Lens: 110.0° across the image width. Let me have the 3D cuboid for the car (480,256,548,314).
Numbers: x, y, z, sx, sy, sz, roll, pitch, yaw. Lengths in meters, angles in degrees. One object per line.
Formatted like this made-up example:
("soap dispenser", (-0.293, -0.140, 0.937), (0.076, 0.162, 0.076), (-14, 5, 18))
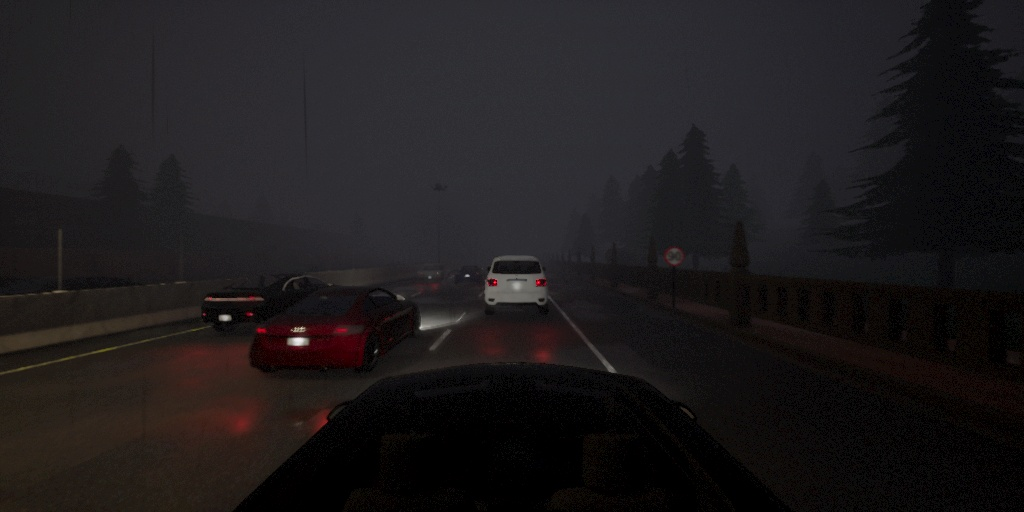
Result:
("car", (0.176, 1.013, 14.102), (2.150, 2.045, 5.566), (0, 0, 0))

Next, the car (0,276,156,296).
("car", (-14.051, 1.333, 11.242), (2.033, 1.411, 5.357), (0, 0, 1))

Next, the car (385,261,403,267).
("car", (-17.137, 1.484, 52.480), (1.994, 1.385, 4.181), (0, 0, 1))

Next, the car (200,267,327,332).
("car", (-6.849, 1.274, 11.012), (2.128, 1.511, 4.902), (0, 0, 0))

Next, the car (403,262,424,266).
("car", (-13.648, 1.519, 51.818), (1.895, 1.301, 4.718), (0, 0, 1))

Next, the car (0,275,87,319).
("car", (-17.548, 1.388, 11.621), (1.895, 1.301, 4.718), (0, 0, 1))

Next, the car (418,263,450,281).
("car", (-6.669, 1.450, 31.424), (1.895, 1.301, 4.718), (0, 0, 1))

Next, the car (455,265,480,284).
("car", (-3.200, 1.401, 27.855), (1.994, 1.385, 4.181), (0, 0, 1))

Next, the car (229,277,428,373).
("car", (-3.374, 1.335, 7.689), (1.994, 1.385, 4.181), (0, 0, 0))

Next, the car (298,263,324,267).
("car", (-20.806, 1.435, 36.809), (1.994, 1.385, 4.181), (0, 0, 1))
